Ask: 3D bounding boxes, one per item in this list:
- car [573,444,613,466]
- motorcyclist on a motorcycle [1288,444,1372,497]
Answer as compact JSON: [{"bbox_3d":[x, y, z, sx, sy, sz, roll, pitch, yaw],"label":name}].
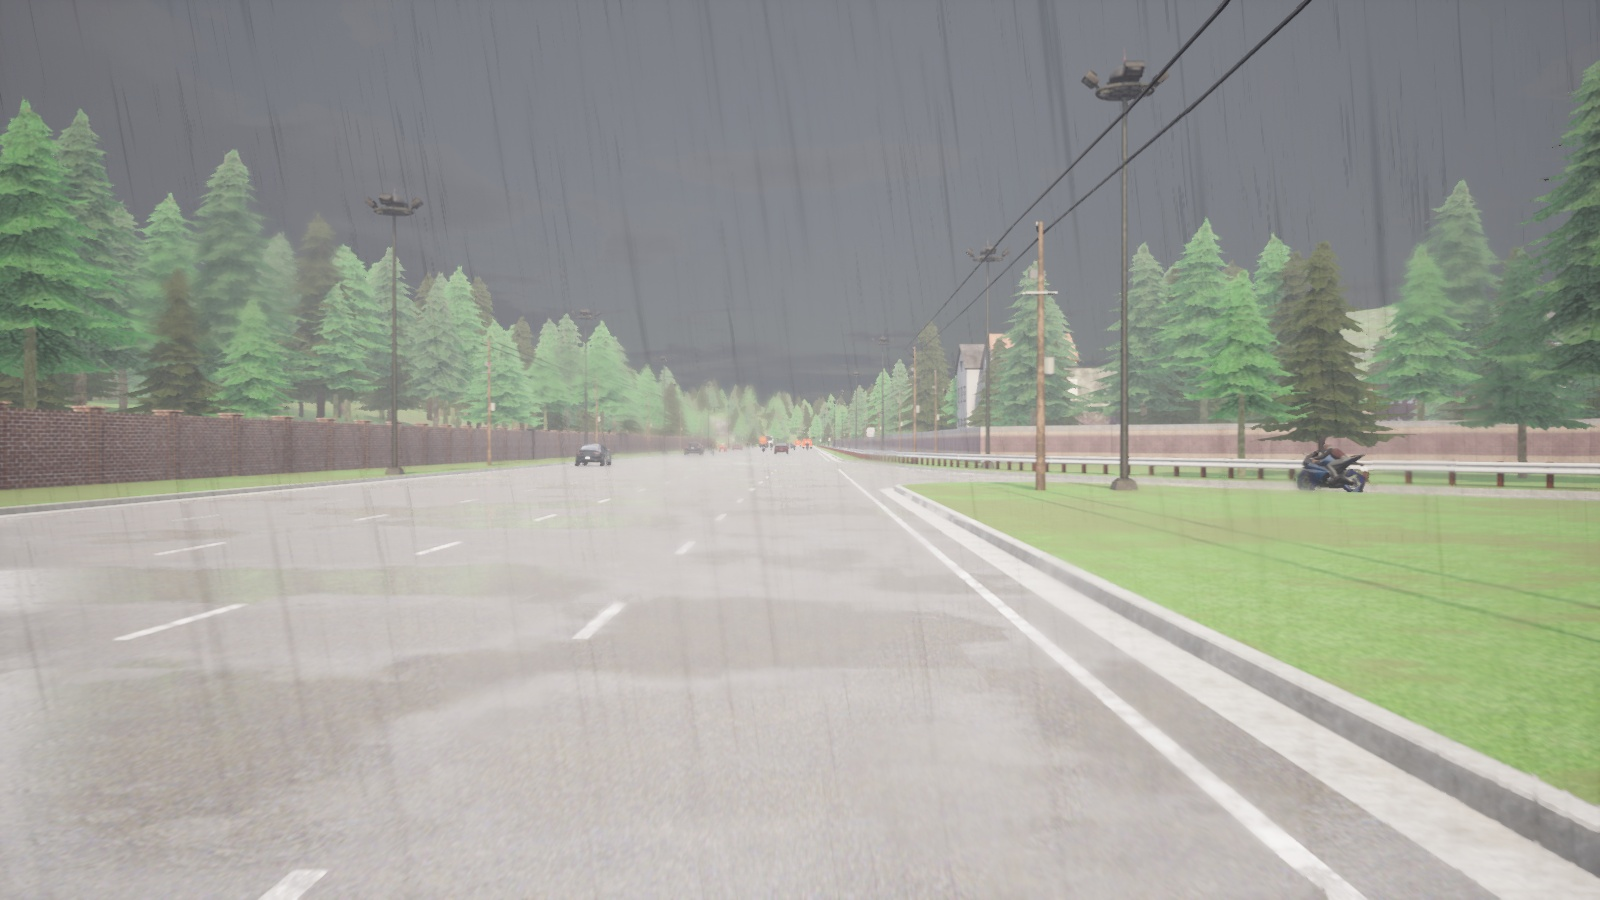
[{"bbox_3d":[-13.515,0.297,82.309,1.812,1.442,4.674,0,0,0],"label":"car"},{"bbox_3d":[15.657,0.585,37.156,0.866,1.530,2.191,0,0,-33],"label":"motorcyclist on a motorcycle"}]
